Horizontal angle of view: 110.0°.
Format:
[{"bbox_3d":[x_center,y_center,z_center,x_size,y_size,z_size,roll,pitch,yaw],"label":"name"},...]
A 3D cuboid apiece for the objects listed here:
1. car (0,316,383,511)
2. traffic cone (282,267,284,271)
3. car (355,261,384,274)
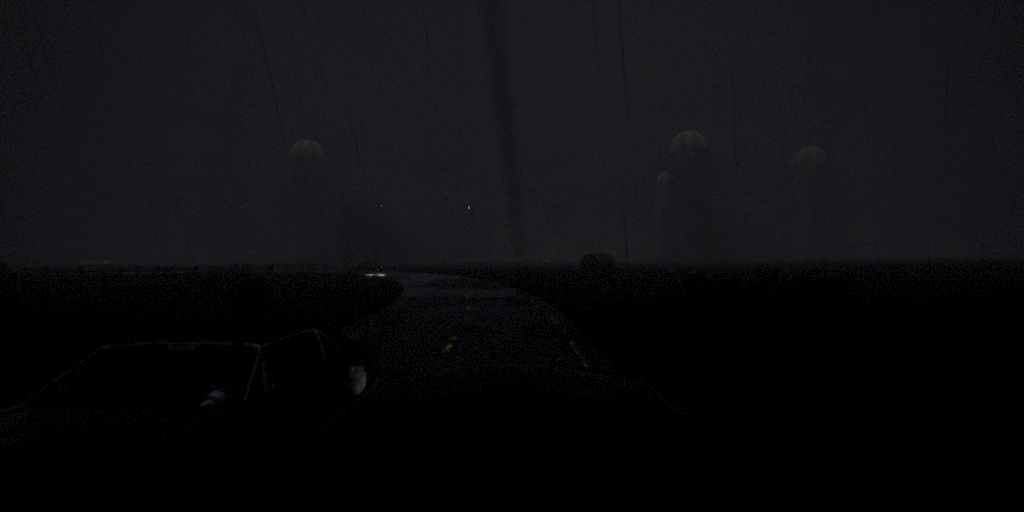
[{"bbox_3d":[-2.889,1.349,3.272,1.895,1.301,4.718,0,0,-1],"label":"car"},{"bbox_3d":[-33.717,1.974,52.730,0.340,0.580,0.340,0,0,22],"label":"traffic cone"},{"bbox_3d":[-17.026,1.321,42.560,4.892,1.490,1.837,-1,0,44],"label":"car"}]
